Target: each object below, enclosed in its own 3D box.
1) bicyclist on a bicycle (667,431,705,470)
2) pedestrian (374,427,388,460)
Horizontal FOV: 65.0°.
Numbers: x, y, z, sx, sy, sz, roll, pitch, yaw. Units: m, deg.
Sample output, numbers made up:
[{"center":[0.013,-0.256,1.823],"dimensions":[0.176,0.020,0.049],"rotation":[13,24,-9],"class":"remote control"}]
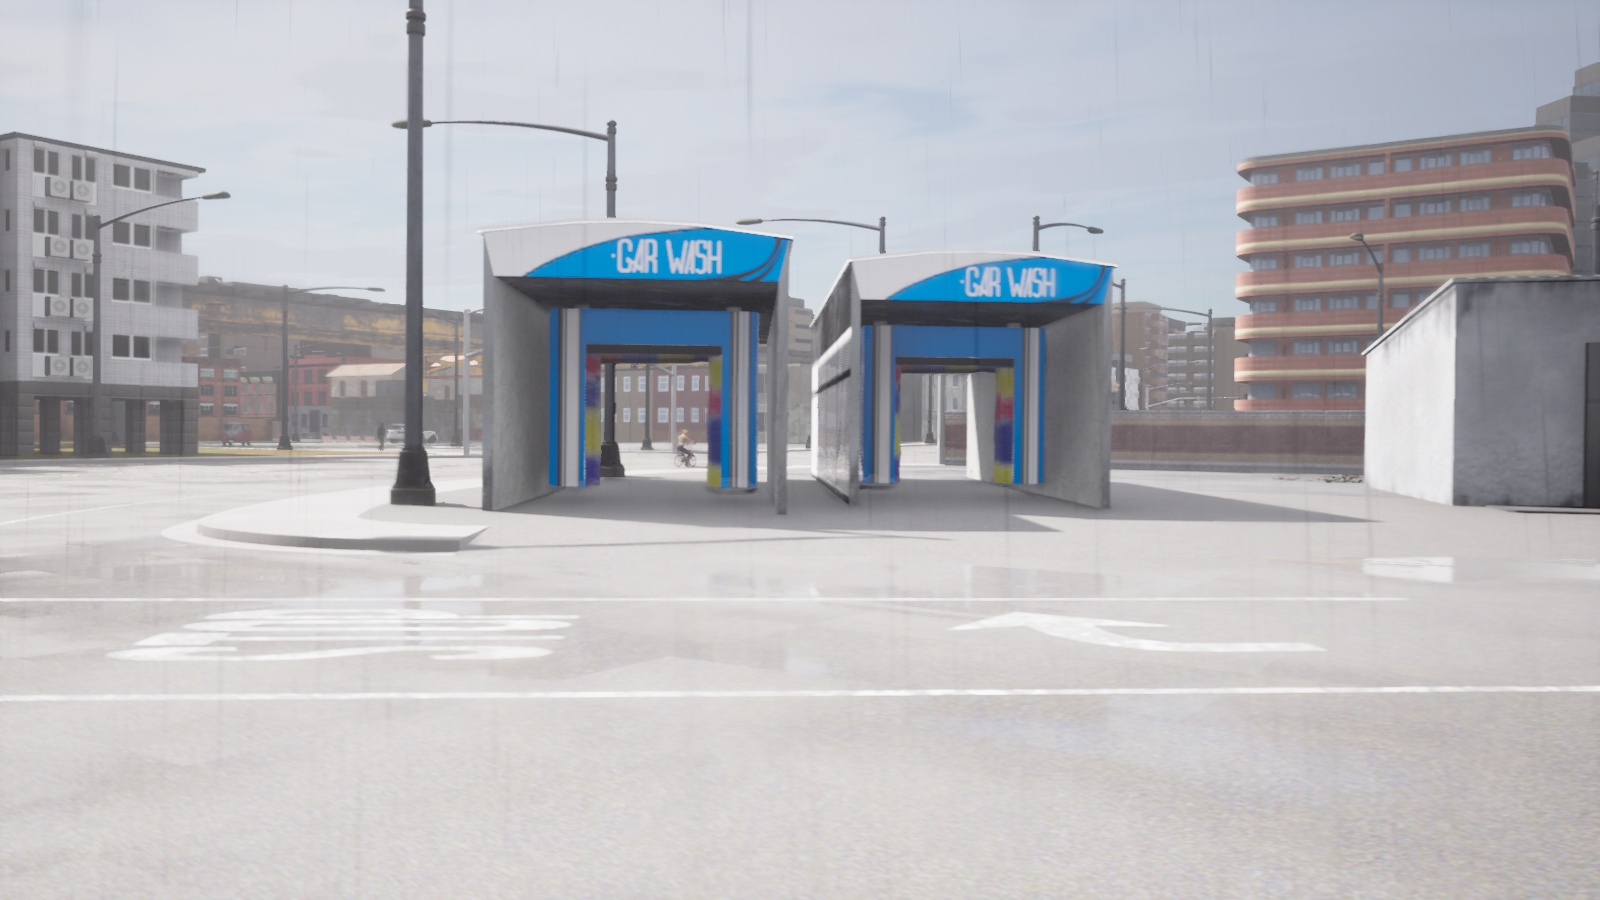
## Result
[{"center":[-4.833,0.012,53.231],"dimensions":[0.866,1.612,1.509],"rotation":[0,1,33],"class":"bicyclist on a bicycle"},{"center":[-25.208,-0.389,75.521],"dimensions":[0.692,1.930,0.395],"rotation":[0,1,31],"class":"pedestrian"}]
